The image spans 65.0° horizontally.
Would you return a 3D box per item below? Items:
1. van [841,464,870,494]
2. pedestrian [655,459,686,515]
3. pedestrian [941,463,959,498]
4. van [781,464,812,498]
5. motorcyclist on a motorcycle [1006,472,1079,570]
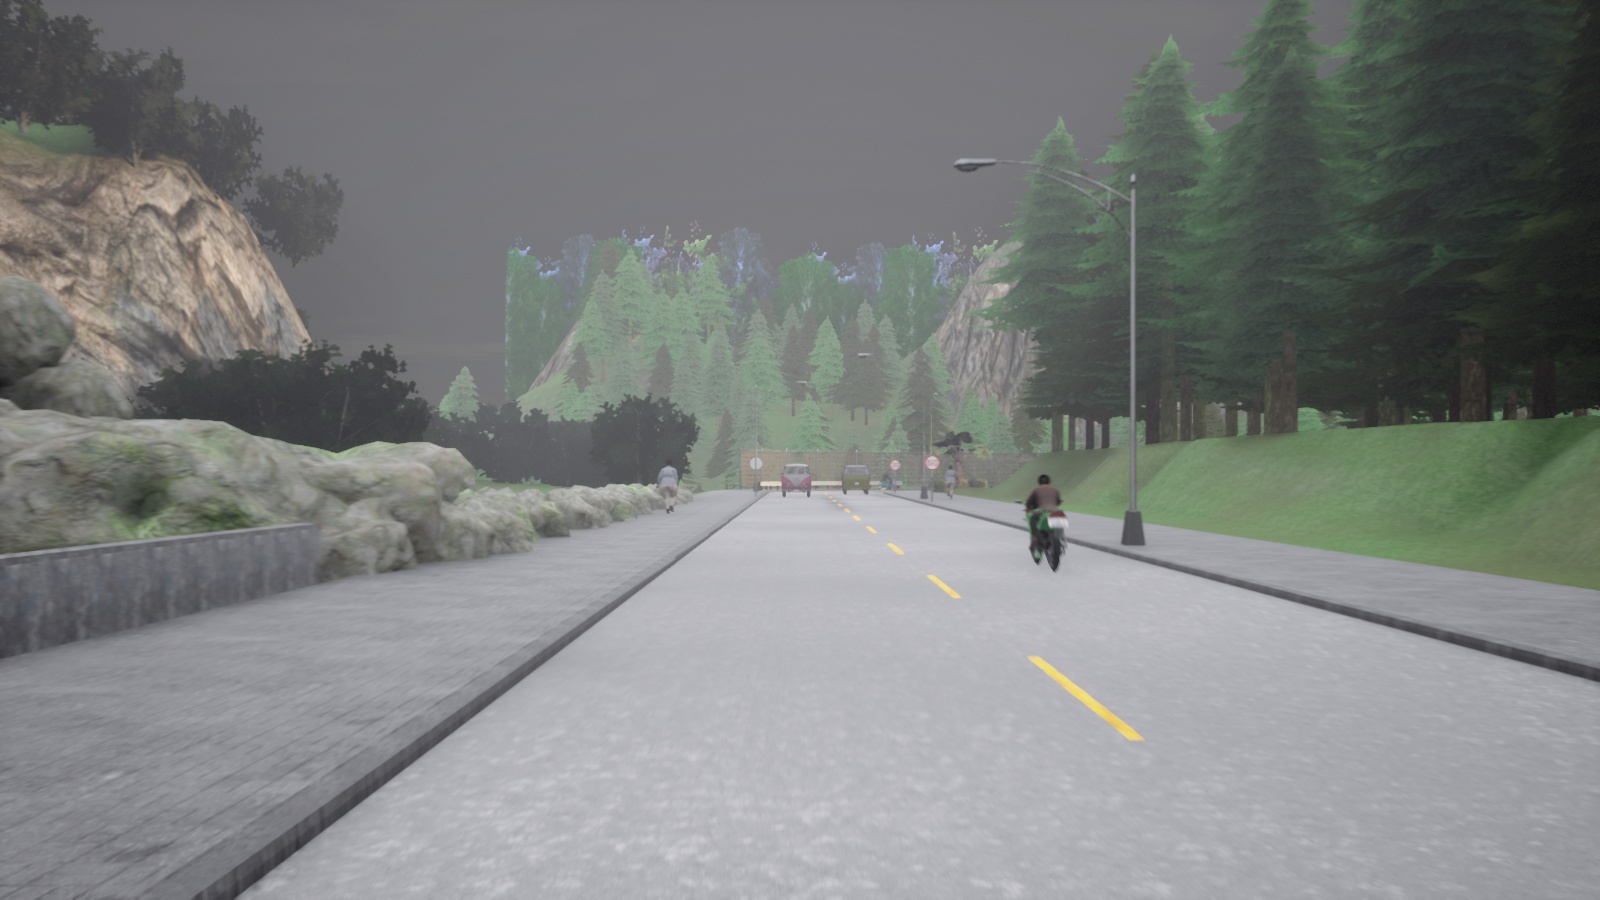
[{"bbox_3d":[3.775,1.987,85.980,1.775,1.987,4.442,0,-1,0],"label":"van"},{"bbox_3d":[-4.361,1.248,42.328,0.874,1.855,0.900,0,-1,6],"label":"pedestrian"},{"bbox_3d":[7.954,1.605,66.668,0.874,1.855,0.900,0,-1,1],"label":"pedestrian"},{"bbox_3d":[-0.199,1.831,75.684,1.775,1.987,4.442,0,-1,0],"label":"van"},{"bbox_3d":[3.947,1.125,20.610,0.797,1.523,2.044,0,-1,0],"label":"motorcyclist on a motorcycle"}]
